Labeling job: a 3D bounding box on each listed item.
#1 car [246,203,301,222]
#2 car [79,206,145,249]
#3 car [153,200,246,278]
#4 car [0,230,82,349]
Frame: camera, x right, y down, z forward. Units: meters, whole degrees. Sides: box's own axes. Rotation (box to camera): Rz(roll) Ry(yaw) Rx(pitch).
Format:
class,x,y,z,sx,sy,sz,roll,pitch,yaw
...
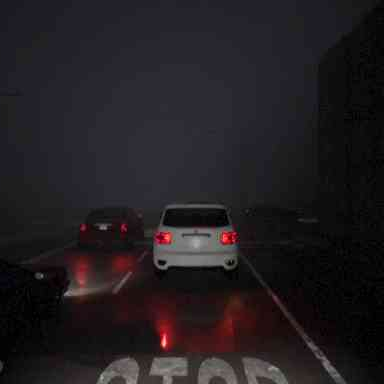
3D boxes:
class,x,y,z,sx,sy,sz,roll,pitch,yaw
car,6.319,1.589,26.543,4.674,1.442,1.812,0,-1,-5
car,-3.372,1.388,14.802,2.097,1.767,4.553,0,0,0
car,0.114,1.247,10.348,2.150,2.045,5.566,0,0,0
car,-3.393,1.558,4.332,2.033,1.411,5.357,0,0,0
